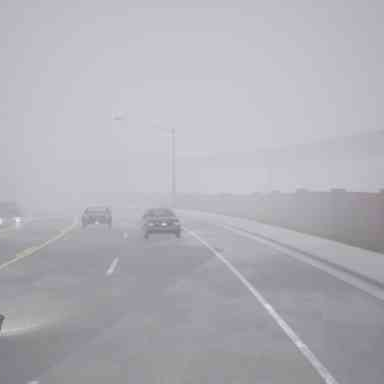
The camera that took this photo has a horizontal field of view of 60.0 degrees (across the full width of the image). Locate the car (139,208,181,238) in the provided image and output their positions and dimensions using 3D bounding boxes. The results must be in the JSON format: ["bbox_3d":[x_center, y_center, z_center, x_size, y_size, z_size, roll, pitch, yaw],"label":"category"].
[{"bbox_3d":[-1.772,1.548,17.910,2.033,1.411,5.357,0,0,-11],"label":"car"}]

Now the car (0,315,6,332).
[{"bbox_3d":[-3.528,1.565,2.299,2.033,1.411,5.357,0,0,-2],"label":"car"}]

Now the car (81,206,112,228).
[{"bbox_3d":[-6.506,1.638,22.900,1.895,1.301,4.718,-1,0,-15],"label":"car"}]

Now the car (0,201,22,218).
[{"bbox_3d":[-18.145,1.675,33.044,1.837,1.490,4.892,0,0,-30],"label":"car"}]
